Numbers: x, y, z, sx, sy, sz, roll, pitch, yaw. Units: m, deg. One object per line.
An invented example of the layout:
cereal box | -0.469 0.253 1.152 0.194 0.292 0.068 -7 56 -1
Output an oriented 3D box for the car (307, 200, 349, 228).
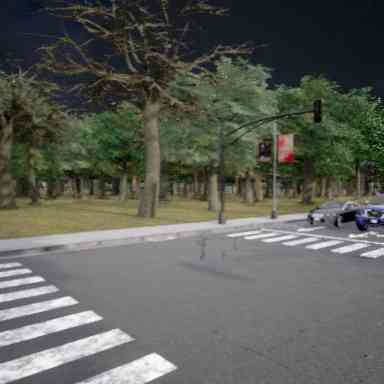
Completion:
car | 9.147 1.293 20.808 4.902 1.511 2.128 0 1 -39

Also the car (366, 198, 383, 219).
car | 16.249 1.256 27.008 4.902 1.511 2.128 0 1 -41

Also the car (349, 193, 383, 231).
car | 11.020 1.061 18.136 5.566 2.045 2.150 0 1 -41
